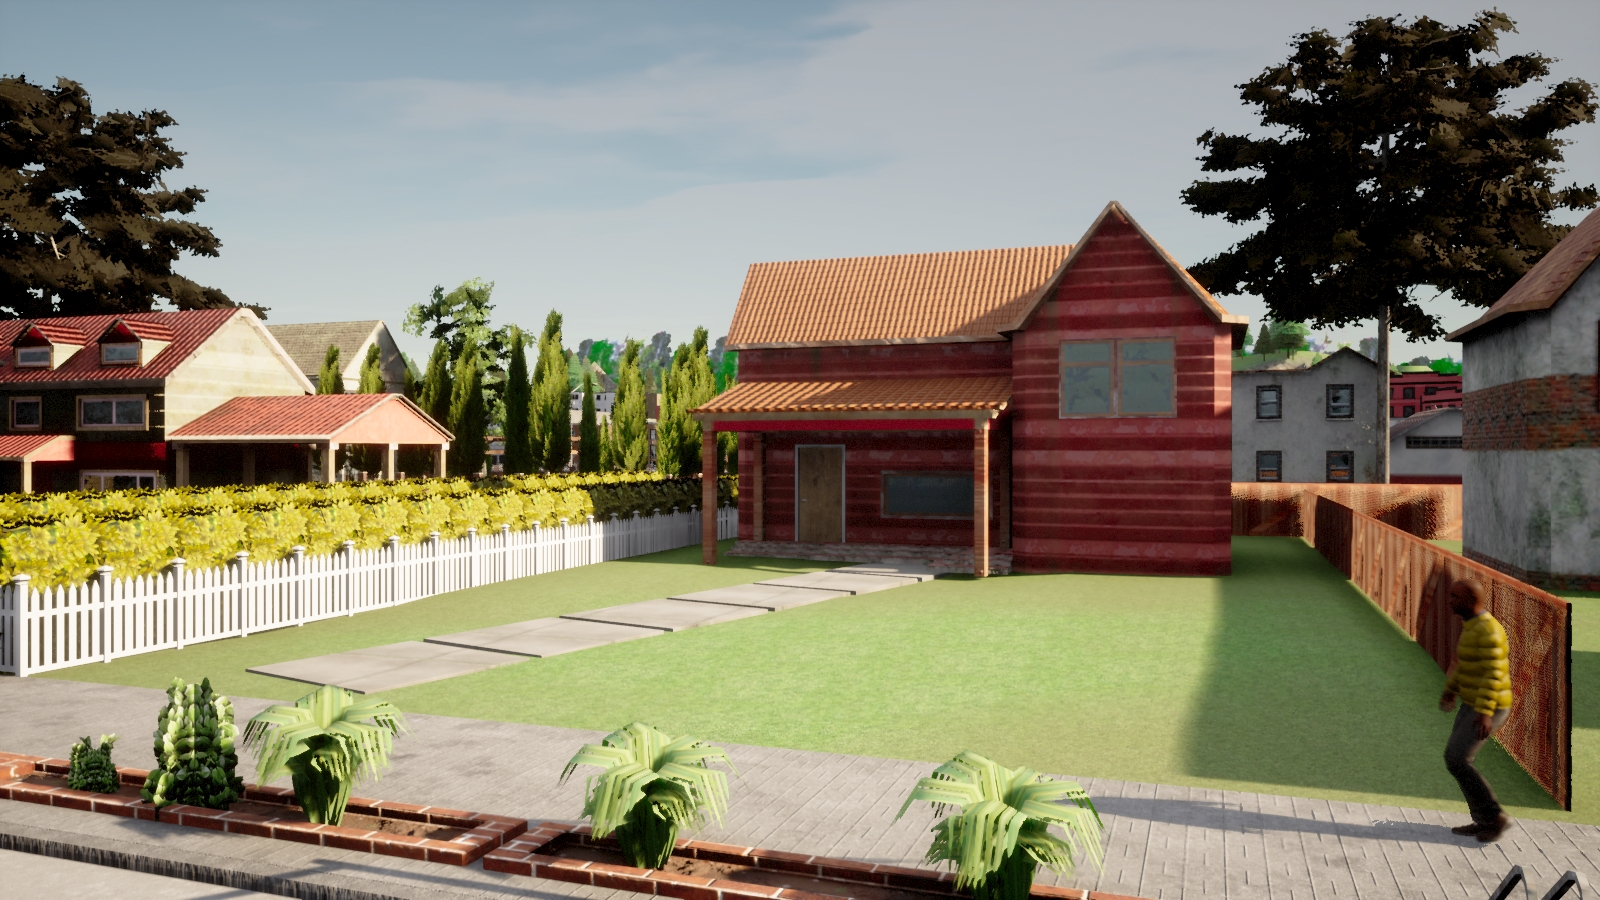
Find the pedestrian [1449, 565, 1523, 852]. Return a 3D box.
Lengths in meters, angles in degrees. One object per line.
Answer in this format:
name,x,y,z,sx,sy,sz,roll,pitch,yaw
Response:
pedestrian,4.699,1.744,7.840,0.375,1.860,0.375,0,0,20
